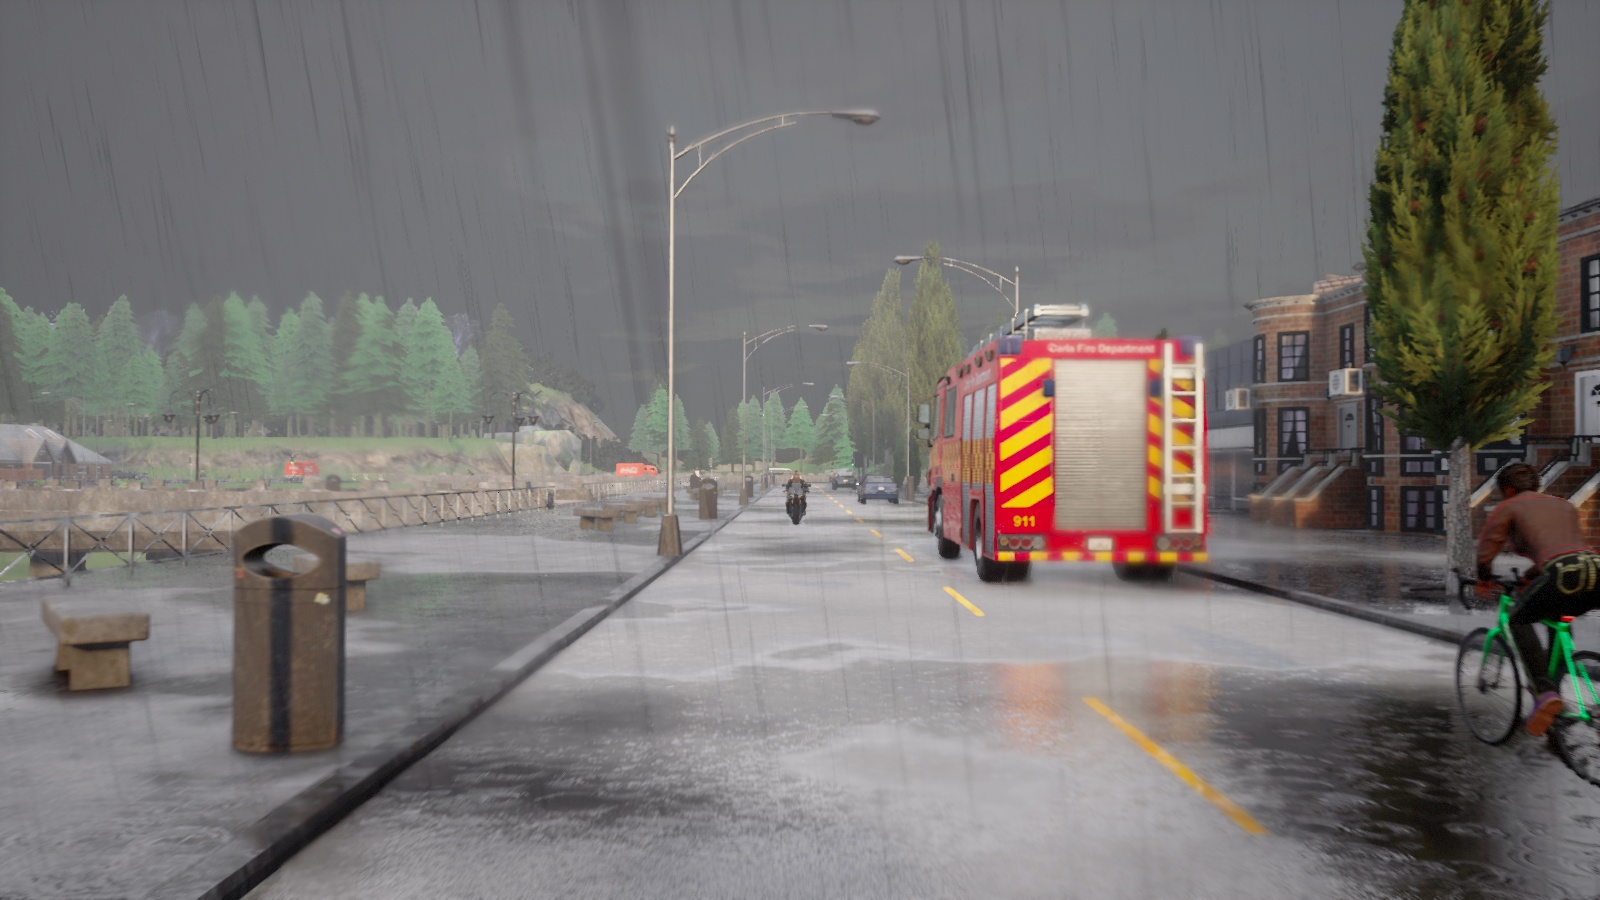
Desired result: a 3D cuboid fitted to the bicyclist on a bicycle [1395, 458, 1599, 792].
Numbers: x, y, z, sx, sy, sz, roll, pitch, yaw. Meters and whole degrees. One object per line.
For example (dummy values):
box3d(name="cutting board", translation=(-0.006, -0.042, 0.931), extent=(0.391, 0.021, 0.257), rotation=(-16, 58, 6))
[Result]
box3d(name="bicyclist on a bicycle", translation=(3.980, 0.868, 6.936), extent=(0.582, 1.620, 1.656), rotation=(0, -1, 0))

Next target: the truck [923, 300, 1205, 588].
box3d(name="truck", translation=(3.940, -0.014, 21.016), extent=(2.891, 3.827, 8.468), rotation=(0, -1, 0))

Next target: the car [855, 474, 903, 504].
box3d(name="car", translation=(3.838, 1.886, 62.073), extent=(2.033, 1.411, 5.357), rotation=(0, -1, 0))

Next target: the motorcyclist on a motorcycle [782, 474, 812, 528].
box3d(name="motorcyclist on a motorcycle", translation=(-0.096, 1.470, 37.034), extent=(0.866, 1.530, 2.191), rotation=(0, -1, 0))
